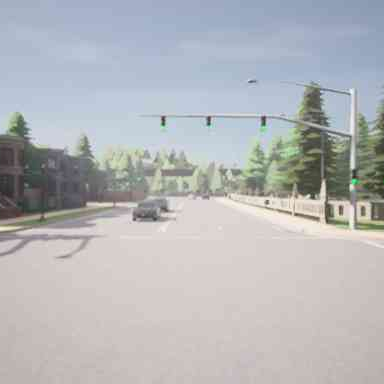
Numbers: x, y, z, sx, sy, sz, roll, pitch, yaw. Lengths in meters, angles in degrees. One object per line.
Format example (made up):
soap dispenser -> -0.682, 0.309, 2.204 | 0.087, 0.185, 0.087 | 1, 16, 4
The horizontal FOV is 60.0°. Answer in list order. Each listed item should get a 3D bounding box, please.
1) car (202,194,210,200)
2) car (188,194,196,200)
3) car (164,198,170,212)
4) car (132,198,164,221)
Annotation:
car -> 3.509, 1.285, 84.703 | 1.837, 1.490, 4.892 | 0, 0, 0
car -> 0.009, 1.309, 84.703 | 1.812, 1.442, 4.674 | 0, 0, 0
car -> -3.563, 1.445, 37.237 | 1.837, 1.490, 4.892 | 0, 0, 0
car -> -3.593, 1.461, 26.867 | 1.837, 1.490, 4.892 | 0, 0, 0
